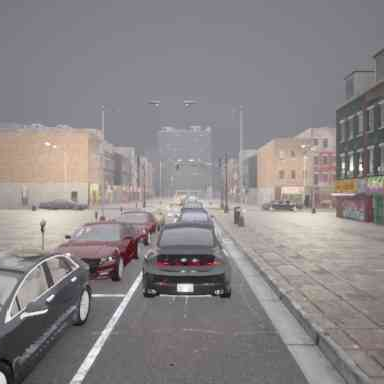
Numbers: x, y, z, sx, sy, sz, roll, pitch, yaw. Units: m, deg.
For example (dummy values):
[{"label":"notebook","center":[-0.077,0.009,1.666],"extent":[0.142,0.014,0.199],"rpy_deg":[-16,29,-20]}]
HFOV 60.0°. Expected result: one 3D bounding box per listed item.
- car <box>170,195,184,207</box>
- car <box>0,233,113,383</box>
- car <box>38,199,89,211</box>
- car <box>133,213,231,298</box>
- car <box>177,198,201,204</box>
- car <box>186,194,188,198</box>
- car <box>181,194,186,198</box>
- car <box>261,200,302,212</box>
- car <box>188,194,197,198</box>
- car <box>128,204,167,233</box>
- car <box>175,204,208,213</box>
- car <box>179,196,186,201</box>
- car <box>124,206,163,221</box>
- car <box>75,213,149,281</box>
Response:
[{"label":"car","center":[-2.575,1.614,52.647],"extent":[1.752,1.417,4.829],"rpy_deg":[0,0,0]},{"label":"car","center":[-2.628,1.553,4.377],"extent":[2.008,1.369,4.403],"rpy_deg":[0,0,0]},{"label":"car","center":[-14.610,1.494,37.993],"extent":[5.357,1.411,2.033],"rpy_deg":[0,0,2]},{"label":"car","center":[-0.067,1.509,8.512],"extent":[1.837,1.490,4.892],"rpy_deg":[0,0,1]},{"label":"car","center":[0.052,1.504,26.236],"extent":[1.882,1.535,5.008],"rpy_deg":[0,0,0]},{"label":"car","center":[-2.546,1.707,79.866],"extent":[1.752,1.417,4.829],"rpy_deg":[0,0,0]},{"label":"car","center":[-2.568,1.420,58.260],"extent":[2.192,1.841,5.009],"rpy_deg":[0,0,0]},{"label":"car","center":[11.041,1.701,41.055],"extent":[4.892,1.490,1.837],"rpy_deg":[1,0,1]},{"label":"car","center":[0.093,1.411,82.927],"extent":[2.150,2.045,5.566],"rpy_deg":[0,0,0]},{"label":"car","center":[-2.610,1.543,20.689],"extent":[1.752,1.417,4.829],"rpy_deg":[0,0,0]},{"label":"car","center":[0.111,1.537,15.967],"extent":[1.812,1.442,4.674],"rpy_deg":[0,0,0]},{"label":"car","center":[-2.533,1.771,90.924],"extent":[1.887,1.381,4.507],"rpy_deg":[0,0,0]},{"label":"car","center":[-2.616,1.555,15.365],"extent":[1.887,1.381,4.507],"rpy_deg":[0,0,0]},{"label":"car","center":[-2.622,1.550,9.870],"extent":[1.887,1.381,4.507],"rpy_deg":[0,0,0]}]
